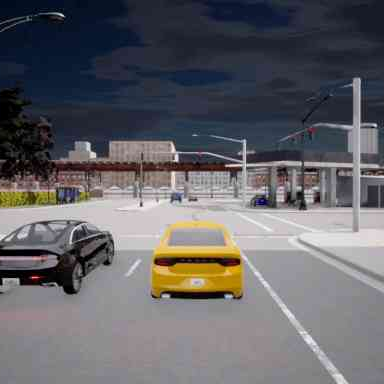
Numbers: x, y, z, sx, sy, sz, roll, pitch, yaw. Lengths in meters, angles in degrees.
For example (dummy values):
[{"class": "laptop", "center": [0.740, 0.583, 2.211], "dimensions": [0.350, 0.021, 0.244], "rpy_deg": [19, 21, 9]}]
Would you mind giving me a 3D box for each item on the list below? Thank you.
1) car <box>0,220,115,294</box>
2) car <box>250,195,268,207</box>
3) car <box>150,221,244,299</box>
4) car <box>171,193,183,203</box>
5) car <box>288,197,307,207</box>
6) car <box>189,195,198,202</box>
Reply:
[{"class": "car", "center": [-3.387, 1.474, 8.702], "dimensions": [2.128, 1.511, 4.902], "rpy_deg": [0, 0, 0]}, {"class": "car", "center": [9.880, 1.253, 48.740], "dimensions": [2.242, 1.667, 4.611], "rpy_deg": [0, 0, 1]}, {"class": "car", "center": [0.111, 1.468, 8.481], "dimensions": [1.882, 1.535, 5.008], "rpy_deg": [0, 0, 0]}, {"class": "car", "center": [-3.162, 1.125, 68.364], "dimensions": [2.150, 2.045, 5.566], "rpy_deg": [0, 0, 0]}, {"class": "car", "center": [15.627, 1.426, 49.483], "dimensions": [1.970, 1.475, 3.806], "rpy_deg": [0, 0, 1]}, {"class": "car", "center": [0.254, 1.446, 73.449], "dimensions": [1.994, 1.385, 4.181], "rpy_deg": [0, 0, 0]}]
